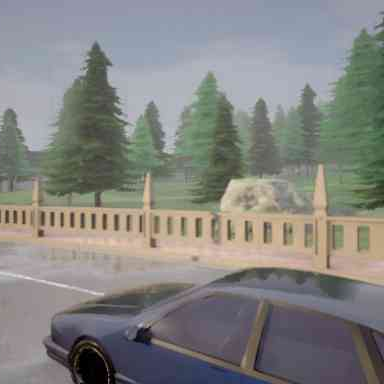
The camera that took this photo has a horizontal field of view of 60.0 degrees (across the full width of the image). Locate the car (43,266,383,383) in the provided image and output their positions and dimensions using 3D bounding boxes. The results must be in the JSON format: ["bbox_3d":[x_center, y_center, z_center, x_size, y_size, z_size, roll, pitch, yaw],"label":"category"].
[{"bbox_3d":[0.797,1.533,3.297,5.357,1.411,2.033,0,0,35],"label":"car"}]
